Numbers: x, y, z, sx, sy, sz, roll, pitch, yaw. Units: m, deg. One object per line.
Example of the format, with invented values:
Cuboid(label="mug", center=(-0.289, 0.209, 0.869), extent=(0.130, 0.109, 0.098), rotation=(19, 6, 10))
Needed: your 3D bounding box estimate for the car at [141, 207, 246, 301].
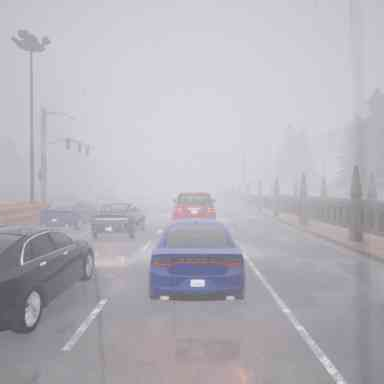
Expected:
Cuboid(label="car", center=(0.100, 1.383, 8.202), extent=(1.882, 1.535, 5.008), rotation=(0, 1, 0))

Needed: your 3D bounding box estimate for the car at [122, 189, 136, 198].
Cuboid(label="car", center=(-13.786, 0.508, 70.743), extent=(1.994, 1.385, 4.181), rotation=(0, 1, 0))

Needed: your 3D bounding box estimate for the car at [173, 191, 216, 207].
Cuboid(label="car", center=(0.121, 0.977, 18.071), extent=(2.150, 2.045, 5.566), rotation=(0, 1, 0))

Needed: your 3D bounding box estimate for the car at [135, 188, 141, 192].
Cuboid(label="car", center=(-13.732, -0.048, 85.761), extent=(2.150, 2.045, 5.566), rotation=(0, 1, 0))

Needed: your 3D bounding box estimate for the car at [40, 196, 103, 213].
Cuboid(label="car", center=(-6.872, 1.218, 19.070), extent=(1.882, 1.535, 5.008), rotation=(0, 1, 0))

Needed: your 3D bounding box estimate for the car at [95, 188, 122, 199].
Cuboid(label="car", center=(-13.922, 0.404, 55.639), extent=(2.150, 2.045, 5.566), rotation=(0, 1, 1))

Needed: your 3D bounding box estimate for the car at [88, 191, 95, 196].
Cuboid(label="car", center=(-20.785, 0.476, 71.041), extent=(2.128, 1.511, 4.902), rotation=(0, 1, 0))

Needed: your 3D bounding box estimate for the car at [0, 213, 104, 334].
Cuboid(label="car", center=(-3.402, 1.434, 6.615), extent=(1.837, 1.490, 4.892), rotation=(0, 1, 0))

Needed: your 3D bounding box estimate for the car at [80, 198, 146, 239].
Cuboid(label="car", center=(-3.381, 1.279, 15.988), extent=(2.128, 1.511, 4.902), rotation=(0, 1, 0))

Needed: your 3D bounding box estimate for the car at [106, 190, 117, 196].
Cuboid(label="car", center=(-20.731, 0.246, 86.082), extent=(1.812, 1.442, 4.674), rotation=(0, 1, 0))

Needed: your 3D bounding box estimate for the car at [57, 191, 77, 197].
Cuboid(label="car", center=(-20.971, 0.685, 55.896), extent=(1.837, 1.490, 4.892), rotation=(0, 1, 2))
